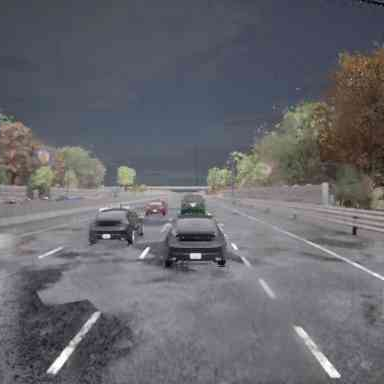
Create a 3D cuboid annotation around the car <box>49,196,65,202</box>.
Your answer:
[{"bbox_3d":[-28.007,1.575,69.357,1.837,1.490,4.892,0,0,0],"label":"car"}]

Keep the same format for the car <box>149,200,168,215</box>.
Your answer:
[{"bbox_3d":[-3.404,1.554,32.797,1.812,1.442,4.674,0,0,0],"label":"car"}]

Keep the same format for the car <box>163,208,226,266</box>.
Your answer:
[{"bbox_3d":[0.100,1.511,11.566,1.837,1.490,4.892,0,0,0],"label":"car"}]

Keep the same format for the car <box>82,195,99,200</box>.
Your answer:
[{"bbox_3d":[-21.007,1.340,70.417,2.097,1.767,4.553,0,0,0],"label":"car"}]

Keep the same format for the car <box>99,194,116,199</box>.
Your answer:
[{"bbox_3d":[-17.507,1.305,70.833,2.097,1.767,4.553,0,0,0],"label":"car"}]

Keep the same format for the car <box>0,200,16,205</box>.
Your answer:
[{"bbox_3d":[-17.597,1.530,30.329,1.837,1.490,4.892,0,0,0],"label":"car"}]

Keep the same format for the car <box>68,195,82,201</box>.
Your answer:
[{"bbox_3d":[-24.507,1.463,70.386,1.882,1.535,5.008,0,0,0],"label":"car"}]

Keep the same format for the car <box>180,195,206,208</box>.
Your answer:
[{"bbox_3d":[0.095,1.247,30.922,2.150,2.045,5.566,0,0,0],"label":"car"}]

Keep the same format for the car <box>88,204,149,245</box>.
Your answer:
[{"bbox_3d":[-3.402,1.514,15.631,1.837,1.490,4.892,0,0,0],"label":"car"}]
